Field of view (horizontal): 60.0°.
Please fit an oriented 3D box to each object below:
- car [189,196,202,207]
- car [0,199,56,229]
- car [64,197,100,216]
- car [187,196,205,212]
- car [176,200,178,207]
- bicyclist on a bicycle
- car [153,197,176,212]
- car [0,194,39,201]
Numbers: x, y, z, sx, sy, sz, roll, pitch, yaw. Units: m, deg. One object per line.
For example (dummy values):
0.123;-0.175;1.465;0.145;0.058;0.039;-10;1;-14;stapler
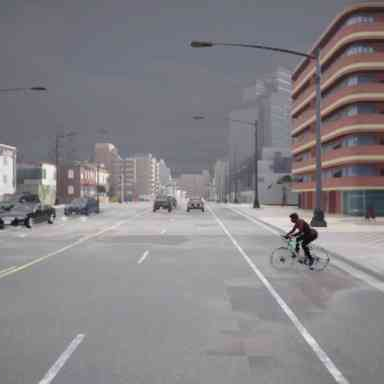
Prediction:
0.499;1.375;48.811;1.812;1.442;4.674;0;-1;1;car
-10.410;1.449;21.296;2.128;1.511;4.902;0;0;0;car
-10.280;1.256;31.264;2.097;1.767;4.553;0;0;1;car
0.406;1.397;36.644;2.033;1.411;5.357;0;0;1;car
-3.048;1.389;46.376;2.033;1.411;5.357;0;0;1;car
3.014;1.420;9.311;1.656;1.620;0.582;0;0;0;bicyclist on a bicycle
-3.099;1.362;36.322;1.837;1.490;4.892;0;0;1;car
-13.859;1.162;26.050;2.150;2.045;5.566;0;0;1;car
